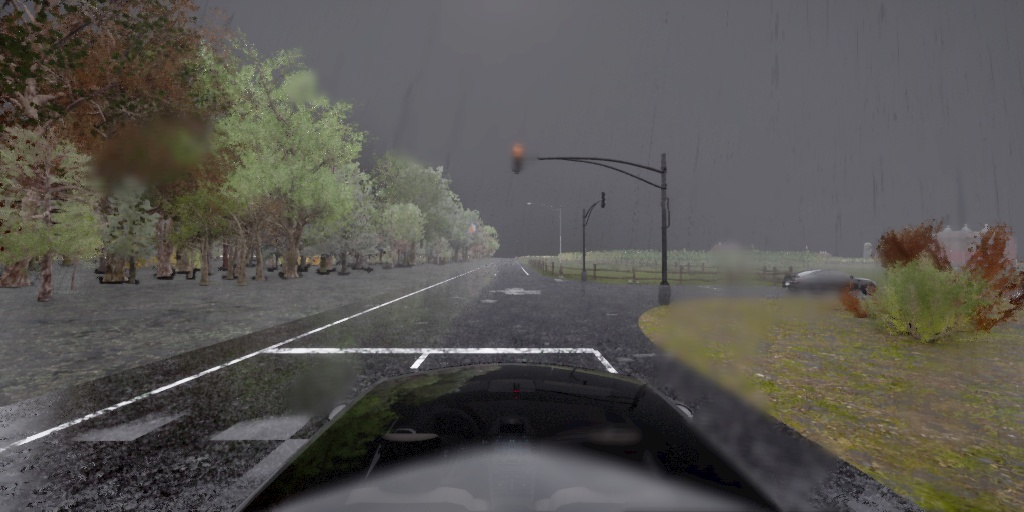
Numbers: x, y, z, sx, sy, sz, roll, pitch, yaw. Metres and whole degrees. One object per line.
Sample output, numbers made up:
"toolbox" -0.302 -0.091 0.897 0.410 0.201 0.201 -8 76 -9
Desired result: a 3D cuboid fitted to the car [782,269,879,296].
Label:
"car" 18.301 1.470 20.740 4.674 1.442 1.812 1 -1 0
